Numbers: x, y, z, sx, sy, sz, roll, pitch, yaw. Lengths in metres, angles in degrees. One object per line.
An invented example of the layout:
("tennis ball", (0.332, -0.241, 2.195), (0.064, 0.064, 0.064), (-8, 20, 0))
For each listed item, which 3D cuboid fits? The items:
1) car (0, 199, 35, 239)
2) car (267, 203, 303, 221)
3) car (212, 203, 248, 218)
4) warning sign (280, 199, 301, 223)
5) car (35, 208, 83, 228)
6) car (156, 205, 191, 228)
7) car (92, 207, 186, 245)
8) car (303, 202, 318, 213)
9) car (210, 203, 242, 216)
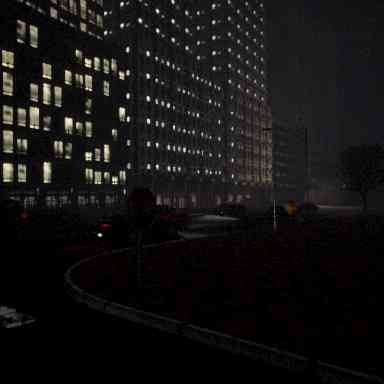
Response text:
("car", (-11.175, 1.379, 16.475), (2.150, 2.045, 5.566), (-1, -2, 36))
("car", (9.040, 2.007, 32.840), (1.837, 1.490, 4.892), (-1, -1, 36))
("car", (4.713, 2.104, 38.264), (1.837, 1.490, 4.892), (-1, -1, 36))
("warning sign", (7.897, 1.495, 26.580), (1.300, 1.860, 1.060), (0, 0, 36))
("car", (-10.327, 1.839, 23.151), (2.033, 1.411, 5.357), (-1, -1, 36))
("car", (-2.017, 1.654, 23.183), (2.097, 1.767, 4.553), (-1, -1, 36))
("car", (-2.672, 1.684, 16.754), (1.837, 1.490, 4.892), (-1, -1, 36))
("car", (17.508, 2.346, 49.986), (1.837, 1.490, 4.892), (-1, -1, 36))
("car", (4.464, 2.176, 43.430), (1.882, 1.535, 5.008), (-1, -1, 36))
